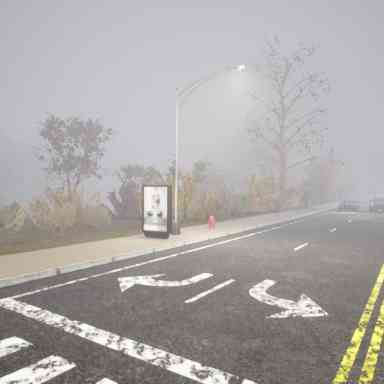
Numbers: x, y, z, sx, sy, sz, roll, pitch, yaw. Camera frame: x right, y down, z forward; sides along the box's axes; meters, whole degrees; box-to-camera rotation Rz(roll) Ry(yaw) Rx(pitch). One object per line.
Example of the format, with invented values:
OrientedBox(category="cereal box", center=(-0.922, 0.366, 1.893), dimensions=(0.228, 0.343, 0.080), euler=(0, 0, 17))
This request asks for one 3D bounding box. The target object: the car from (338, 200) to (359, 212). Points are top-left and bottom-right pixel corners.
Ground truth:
OrientedBox(category="car", center=(18.723, 1.605, 39.669), dimensions=(1.994, 1.385, 4.181), euler=(0, 0, 31))

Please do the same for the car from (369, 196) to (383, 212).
OrientedBox(category="car", center=(21.539, 1.396, 38.045), dimensions=(2.097, 1.767, 4.553), euler=(0, 0, 31))
